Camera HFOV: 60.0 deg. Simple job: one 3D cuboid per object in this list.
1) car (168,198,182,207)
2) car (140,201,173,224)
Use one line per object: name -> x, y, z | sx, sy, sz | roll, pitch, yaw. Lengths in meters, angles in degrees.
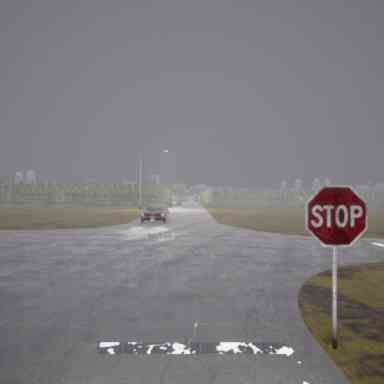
car -> -2.763, 1.666, 54.557 | 2.128, 1.511, 4.902 | 0, 0, 0
car -> -2.756, 1.639, 25.441 | 1.895, 1.301, 4.718 | 0, 0, 0
